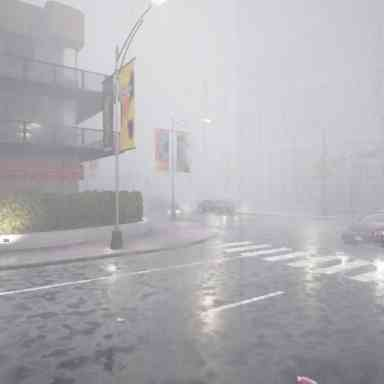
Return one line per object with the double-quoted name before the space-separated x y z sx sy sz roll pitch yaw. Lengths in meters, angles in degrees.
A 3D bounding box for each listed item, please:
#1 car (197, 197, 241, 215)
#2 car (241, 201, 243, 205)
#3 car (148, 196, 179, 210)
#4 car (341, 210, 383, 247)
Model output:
"car" 2.388 1.503 33.814 1.837 1.490 4.892 0 0 -35
"car" 5.545 1.523 49.586 1.812 1.442 4.674 0 0 -35
"car" -3.391 1.562 42.080 1.994 1.385 4.181 0 0 -35
"car" 8.329 1.524 14.225 4.674 1.442 1.812 0 0 -36
